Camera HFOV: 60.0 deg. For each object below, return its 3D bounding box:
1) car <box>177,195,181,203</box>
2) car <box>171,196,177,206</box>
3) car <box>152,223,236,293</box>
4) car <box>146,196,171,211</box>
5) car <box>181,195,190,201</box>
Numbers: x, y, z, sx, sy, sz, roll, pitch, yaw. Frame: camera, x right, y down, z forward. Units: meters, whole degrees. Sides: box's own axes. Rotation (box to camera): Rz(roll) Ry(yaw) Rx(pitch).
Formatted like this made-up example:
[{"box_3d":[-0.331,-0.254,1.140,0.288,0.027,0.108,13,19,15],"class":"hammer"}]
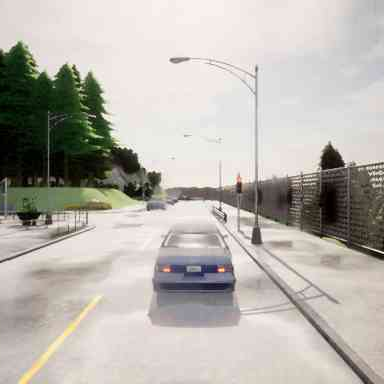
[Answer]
[{"box_3d":[-3.891,1.526,69.365,1.812,1.442,4.674,0,0,0],"class":"car"},{"box_3d":[-4.003,1.506,54.772,1.837,1.490,4.892,0,0,0],"class":"car"},{"box_3d":[0.061,1.547,9.001,2.033,1.411,5.357,0,0,1],"class":"car"},{"box_3d":[-4.187,1.352,40.358,2.097,1.767,4.553,0,0,3],"class":"car"},{"box_3d":[-2.801,1.540,85.941,2.033,1.411,5.357,0,0,-40],"class":"car"}]
